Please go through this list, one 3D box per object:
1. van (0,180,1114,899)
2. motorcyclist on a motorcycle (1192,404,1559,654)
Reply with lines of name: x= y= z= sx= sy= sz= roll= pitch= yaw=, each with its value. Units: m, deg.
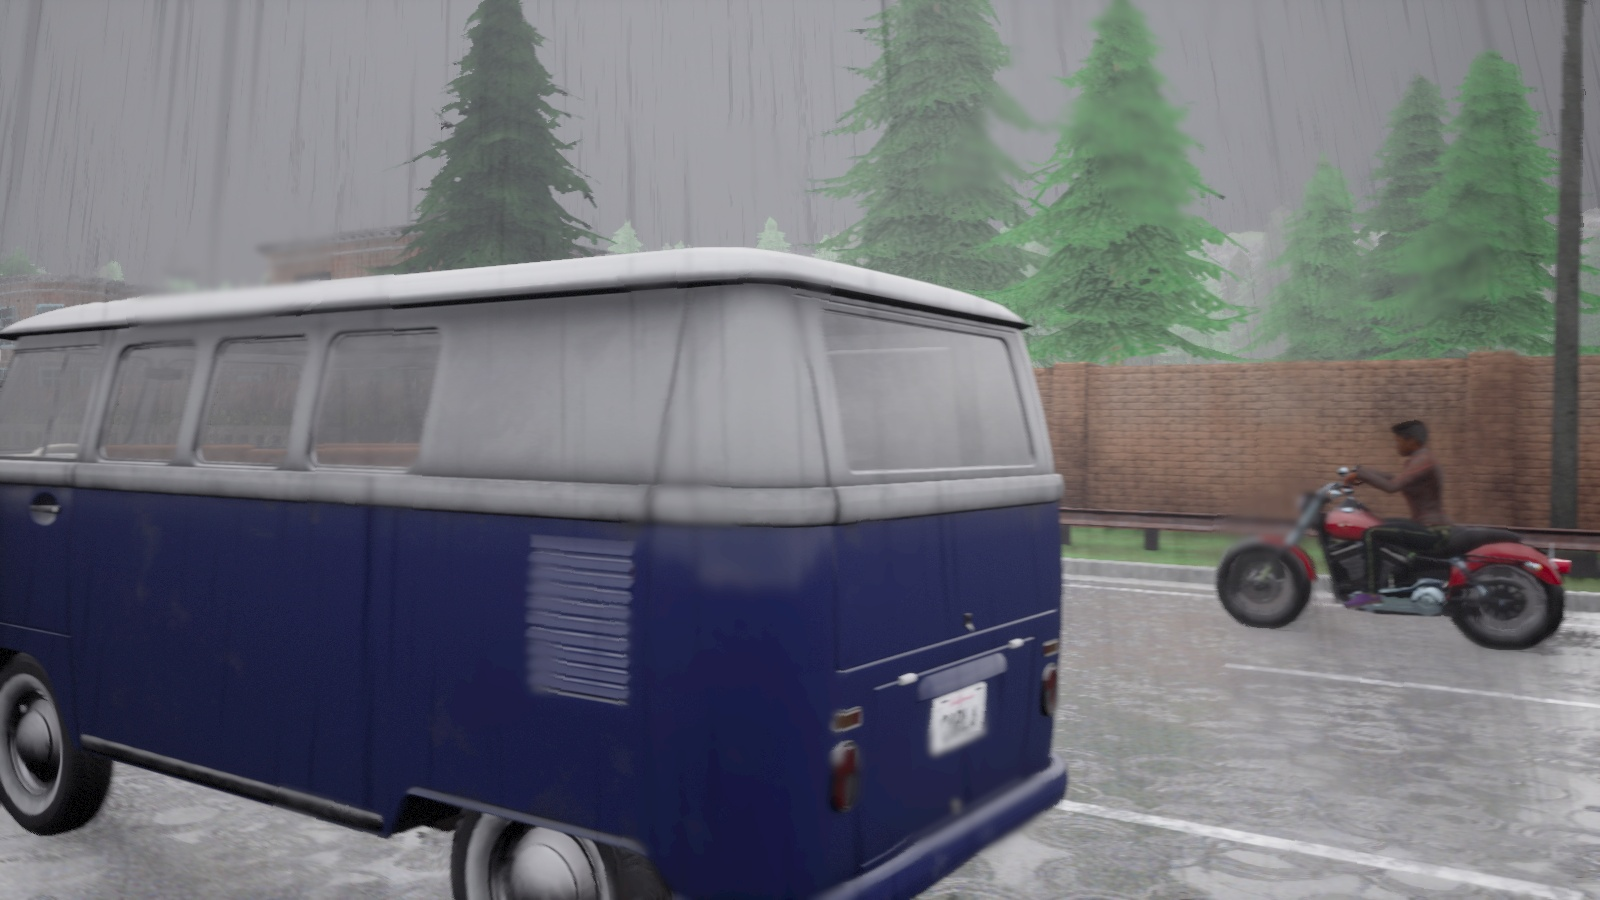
van: x=-1.341 y=0.435 z=4.510 sx=4.442 sy=1.987 sz=1.775 roll=0 pitch=1 yaw=34
motorcyclist on a motorcycle: x=4.189 y=0.517 z=9.242 sx=2.350 sy=1.649 sz=0.766 roll=0 pitch=1 yaw=34
